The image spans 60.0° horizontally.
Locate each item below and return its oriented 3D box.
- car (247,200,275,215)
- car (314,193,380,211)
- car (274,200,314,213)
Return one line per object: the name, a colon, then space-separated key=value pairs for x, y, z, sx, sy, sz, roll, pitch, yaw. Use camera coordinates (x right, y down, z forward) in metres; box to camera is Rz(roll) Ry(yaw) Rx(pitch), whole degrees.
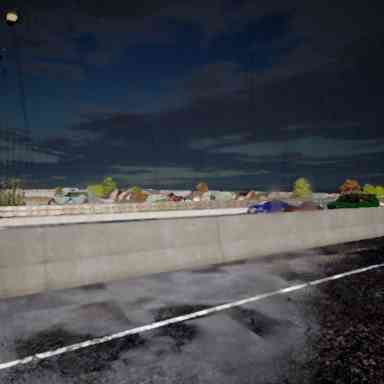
car: x=7.149 y=1.423 z=30.362 sx=4.674 sy=1.442 sz=1.812 roll=0 pitch=0 yaw=-35
car: x=12.122 y=1.117 z=25.294 sx=5.566 sy=2.045 sz=2.150 roll=0 pitch=0 yaw=-35
car: x=9.209 y=1.462 z=27.528 sx=4.181 sy=1.385 sz=1.994 roll=0 pitch=0 yaw=-35
